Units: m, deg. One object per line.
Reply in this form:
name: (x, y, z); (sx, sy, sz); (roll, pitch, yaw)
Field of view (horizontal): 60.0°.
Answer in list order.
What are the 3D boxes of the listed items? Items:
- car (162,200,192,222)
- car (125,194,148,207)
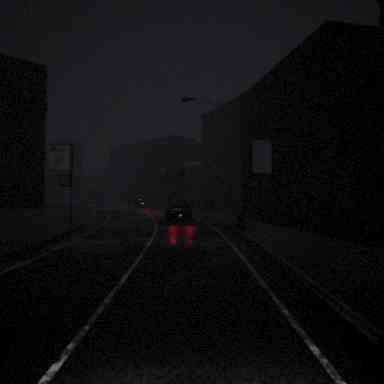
car: (-1.166, 1.369, 25.003); (2.128, 1.511, 4.902); (1, 1, -9)
car: (-7.026, 1.069, 41.932); (1.837, 1.490, 4.892); (2, 0, -28)
